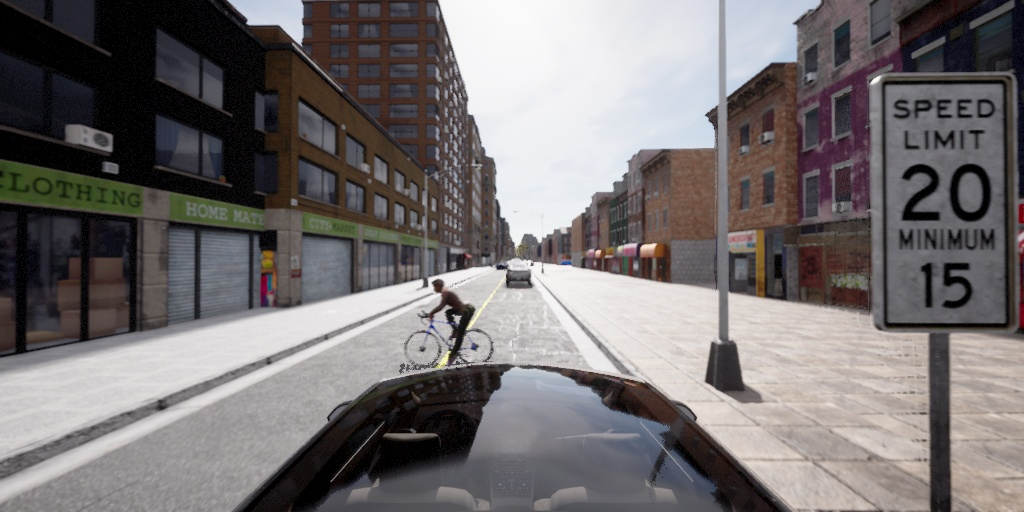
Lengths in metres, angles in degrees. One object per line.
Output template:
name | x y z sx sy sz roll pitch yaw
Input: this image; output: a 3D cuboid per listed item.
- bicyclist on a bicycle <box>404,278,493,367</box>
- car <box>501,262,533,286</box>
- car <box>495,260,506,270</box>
bicyclist on a bicycle | -1.177 1.231 6.576 1.656 1.620 0.582 -2 0 1
car | 0.524 1.413 27.354 2.128 1.511 4.902 0 -1 1
car | -1.752 1.573 63.211 2.097 1.767 4.553 0 -1 1
